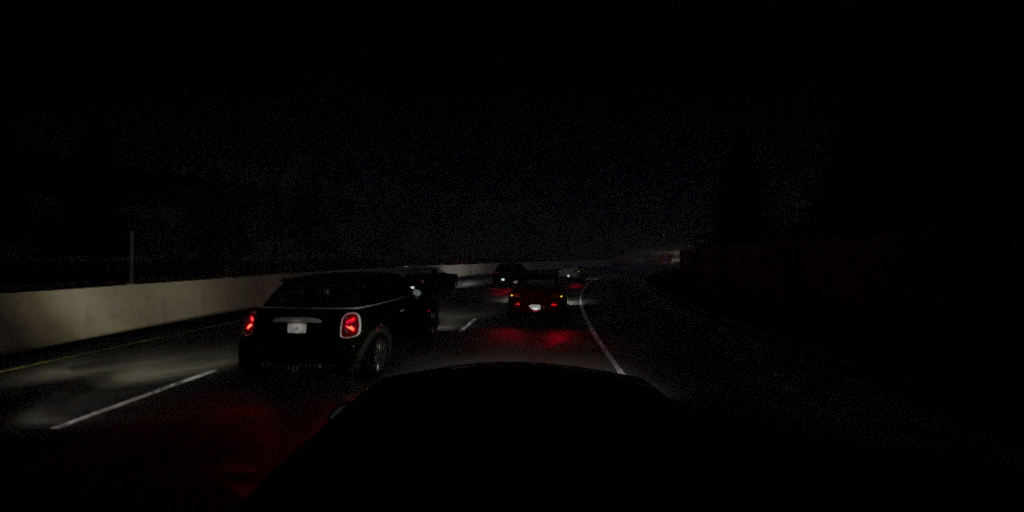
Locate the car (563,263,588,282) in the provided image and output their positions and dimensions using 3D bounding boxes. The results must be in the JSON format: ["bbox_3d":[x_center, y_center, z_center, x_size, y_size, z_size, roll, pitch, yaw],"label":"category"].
[{"bbox_3d":[5.096,1.317,29.820,1.812,1.442,4.674,0,0,19],"label":"car"}]

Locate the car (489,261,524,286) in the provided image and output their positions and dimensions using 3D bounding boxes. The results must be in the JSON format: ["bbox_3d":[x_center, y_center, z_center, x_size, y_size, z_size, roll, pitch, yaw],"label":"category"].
[{"bbox_3d":[0.052,1.269,25.386,1.837,1.490,4.892,0,0,15],"label":"car"}]

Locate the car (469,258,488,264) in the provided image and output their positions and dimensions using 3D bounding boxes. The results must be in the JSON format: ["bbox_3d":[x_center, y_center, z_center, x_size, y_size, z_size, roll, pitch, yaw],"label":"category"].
[{"bbox_3d":[-3.025,1.310,46.946,2.033,1.411,5.357,0,0,27],"label":"car"}]

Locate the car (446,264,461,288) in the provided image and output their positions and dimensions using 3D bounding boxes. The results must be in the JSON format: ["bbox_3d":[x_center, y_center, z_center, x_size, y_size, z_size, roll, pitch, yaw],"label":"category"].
[{"bbox_3d":[-4.726,1.339,20.711,1.895,1.301,4.718,0,0,12],"label":"car"}]

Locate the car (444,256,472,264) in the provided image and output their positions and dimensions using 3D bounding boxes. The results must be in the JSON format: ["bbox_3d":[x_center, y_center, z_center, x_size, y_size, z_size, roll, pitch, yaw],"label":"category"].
[{"bbox_3d":[-7.090,0.966,46.603,2.150,2.045,5.566,0,0,26],"label":"car"}]

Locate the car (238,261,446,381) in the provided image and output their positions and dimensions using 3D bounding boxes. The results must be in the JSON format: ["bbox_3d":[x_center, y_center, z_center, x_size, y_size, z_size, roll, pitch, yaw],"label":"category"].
[{"bbox_3d":[-3.038,1.091,7.415,2.097,1.767,4.553,0,0,4],"label":"car"}]

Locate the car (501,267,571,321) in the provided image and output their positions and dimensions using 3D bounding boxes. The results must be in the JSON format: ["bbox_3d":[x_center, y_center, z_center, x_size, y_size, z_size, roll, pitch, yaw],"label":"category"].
[{"bbox_3d":[0.969,1.287,12.460,1.812,1.442,4.674,0,0,7],"label":"car"}]
